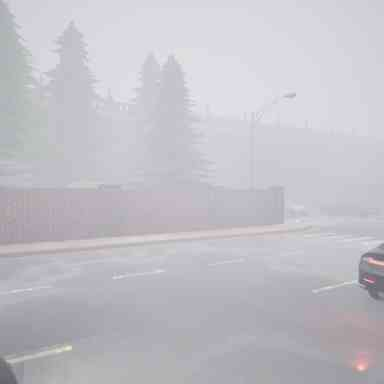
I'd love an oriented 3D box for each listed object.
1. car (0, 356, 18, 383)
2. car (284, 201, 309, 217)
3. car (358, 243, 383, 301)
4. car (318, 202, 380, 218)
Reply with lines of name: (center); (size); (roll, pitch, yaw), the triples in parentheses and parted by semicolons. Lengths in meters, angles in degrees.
car: (-3.321, 1.505, 1.263); (4.892, 1.490, 1.837); (0, 0, -36)
car: (9.223, 1.581, 32.599); (1.812, 1.442, 4.674); (0, 0, -32)
car: (5.527, 1.492, 6.981); (4.902, 1.511, 2.128); (0, 0, -32)
car: (14.573, 1.604, 31.212); (2.033, 1.411, 5.357); (0, 0, -32)
